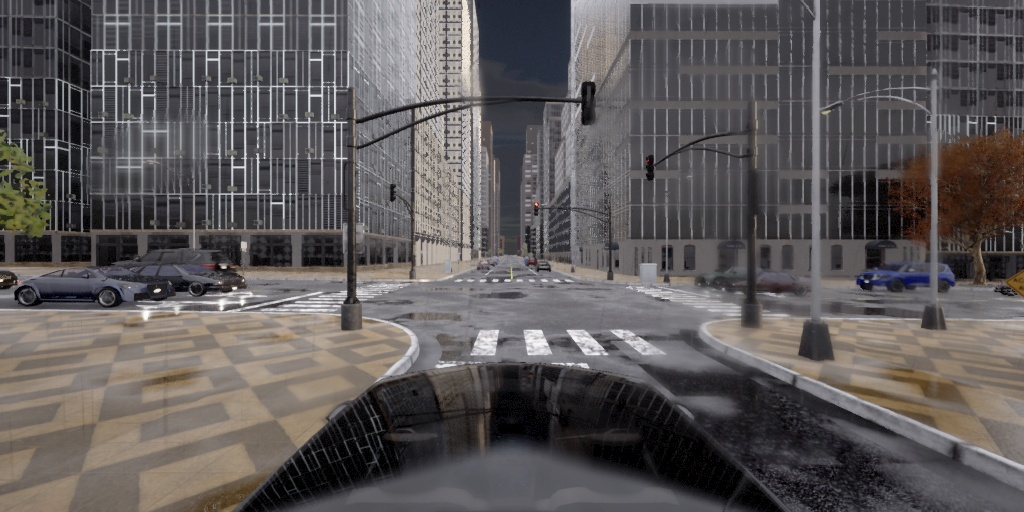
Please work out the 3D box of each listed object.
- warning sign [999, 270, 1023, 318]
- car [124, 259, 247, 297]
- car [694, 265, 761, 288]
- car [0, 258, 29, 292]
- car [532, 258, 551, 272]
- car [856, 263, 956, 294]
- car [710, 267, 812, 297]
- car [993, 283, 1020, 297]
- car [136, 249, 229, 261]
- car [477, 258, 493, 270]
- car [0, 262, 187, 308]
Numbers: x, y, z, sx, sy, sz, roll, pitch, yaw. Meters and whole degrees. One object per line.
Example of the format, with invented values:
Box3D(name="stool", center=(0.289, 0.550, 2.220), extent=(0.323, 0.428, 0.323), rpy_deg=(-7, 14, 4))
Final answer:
Box3D(name="warning sign", center=(17.274, 1.204, 11.896), extent=(1.060, 1.860, 1.300), rpy_deg=(0, 0, -3))
Box3D(name="car", center=(-15.353, 1.040, 16.422), extent=(5.357, 1.411, 2.033), rpy_deg=(1, 0, 0))
Box3D(name="car", center=(14.997, 1.396, 24.503), extent=(4.553, 1.767, 2.097), rpy_deg=(1, 0, -3))
Box3D(name="car", center=(-25.275, 0.816, 15.931), extent=(4.892, 1.490, 1.837), rpy_deg=(1, 0, -3))
Box3D(name="car", center=(3.925, 1.329, 45.698), extent=(1.948, 1.339, 4.313), rpy_deg=(0, 0, 0))
Box3D(name="car", center=(27.468, 1.490, 25.082), extent=(5.566, 2.045, 2.150), rpy_deg=(1, 0, -3))
Box3D(name="car", center=(15.128, 1.595, 21.255), extent=(5.357, 1.411, 2.033), rpy_deg=(1, 0, -3))
Box3D(name="car", center=(33.262, 1.919, 22.096), extent=(5.357, 1.411, 2.033), rpy_deg=(1, 0, -3))
Box3D(name="car", center=(-18.587, 0.655, 19.678), extent=(5.566, 2.045, 2.150), rpy_deg=(1, 0, -3))
Box3D(name="car", center=(-4.028, 1.342, 51.190), extent=(1.802, 1.307, 4.207), rpy_deg=(0, 0, 0))
Box3D(name="car", center=(-15.079, 1.063, 13.147), extent=(4.181, 1.385, 1.994), rpy_deg=(1, 0, -3))
